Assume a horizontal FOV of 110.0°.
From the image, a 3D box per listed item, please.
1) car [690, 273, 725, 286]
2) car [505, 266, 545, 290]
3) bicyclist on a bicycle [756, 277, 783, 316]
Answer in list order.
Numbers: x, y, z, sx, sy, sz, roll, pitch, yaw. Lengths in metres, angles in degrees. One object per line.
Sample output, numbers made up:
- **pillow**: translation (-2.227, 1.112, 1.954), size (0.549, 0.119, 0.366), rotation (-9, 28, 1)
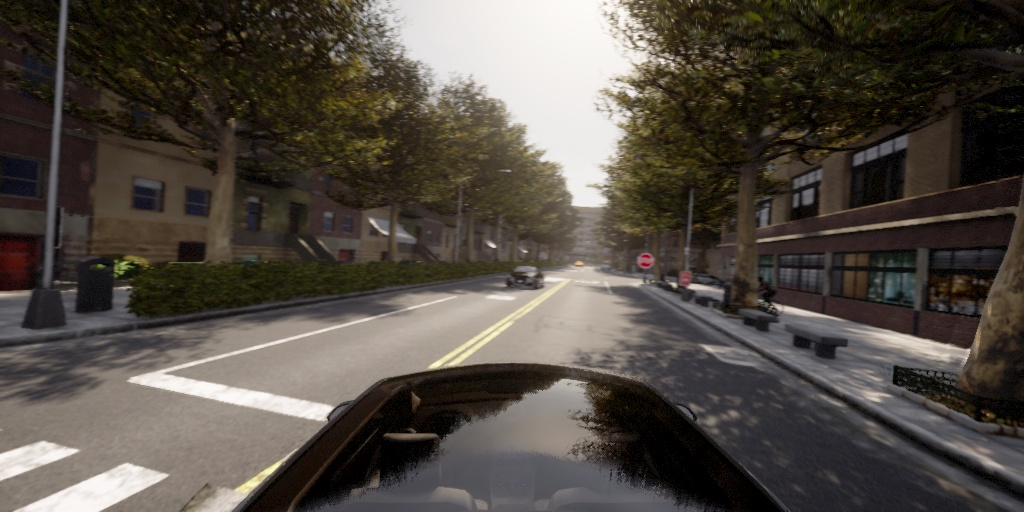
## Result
- **car**: translation (23.562, 2.777, 43.839), size (4.181, 1.385, 1.994), rotation (4, 0, 11)
- **car**: translation (0.954, 1.347, 23.289), size (1.994, 1.385, 4.181), rotation (4, 0, 13)
- **bicyclist on a bicycle**: translation (10.646, 1.716, 15.253), size (1.656, 1.620, 0.582), rotation (5, 0, 13)
